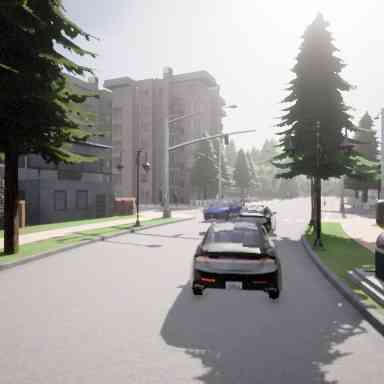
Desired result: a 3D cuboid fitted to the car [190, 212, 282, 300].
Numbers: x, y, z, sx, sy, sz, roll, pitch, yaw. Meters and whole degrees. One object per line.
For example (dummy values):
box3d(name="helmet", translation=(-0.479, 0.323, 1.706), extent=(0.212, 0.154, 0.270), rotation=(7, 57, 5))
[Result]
box3d(name="car", translation=(1.141, 1.492, 8.481), extent=(2.128, 1.511, 4.902), rotation=(0, 0, 9))

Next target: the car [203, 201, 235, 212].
box3d(name="car", translation=(2.511, 1.477, 26.615), extent=(1.882, 1.535, 5.008), rotation=(-1, 0, 26))

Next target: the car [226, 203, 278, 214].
box3d(name="car", translation=(3.586, 1.492, 18.412), extent=(2.128, 1.511, 4.902), rotation=(0, 0, 18))
